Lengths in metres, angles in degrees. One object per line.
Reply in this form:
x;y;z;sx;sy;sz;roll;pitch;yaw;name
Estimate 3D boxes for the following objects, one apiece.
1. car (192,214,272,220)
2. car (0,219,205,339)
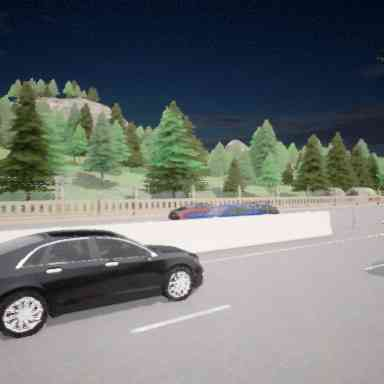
1.809;1.459;18.180;5.008;1.535;1.882;0;0;-35;car
-1.975;1.502;6.637;4.892;1.490;1.837;0;0;-36;car
